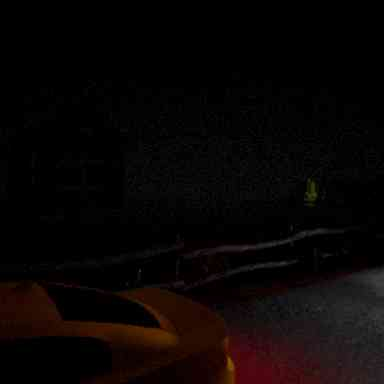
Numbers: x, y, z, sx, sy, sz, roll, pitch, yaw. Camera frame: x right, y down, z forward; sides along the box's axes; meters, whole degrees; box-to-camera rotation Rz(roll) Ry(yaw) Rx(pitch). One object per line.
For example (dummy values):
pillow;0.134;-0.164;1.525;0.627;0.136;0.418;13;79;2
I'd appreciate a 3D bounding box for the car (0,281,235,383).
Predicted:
car;-1.975;1.479;2.096;5.008;1.535;1.882;0;0;-35

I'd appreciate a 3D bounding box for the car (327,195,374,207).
car;16.960;1.156;35.856;2.097;1.767;4.553;0;0;-34
